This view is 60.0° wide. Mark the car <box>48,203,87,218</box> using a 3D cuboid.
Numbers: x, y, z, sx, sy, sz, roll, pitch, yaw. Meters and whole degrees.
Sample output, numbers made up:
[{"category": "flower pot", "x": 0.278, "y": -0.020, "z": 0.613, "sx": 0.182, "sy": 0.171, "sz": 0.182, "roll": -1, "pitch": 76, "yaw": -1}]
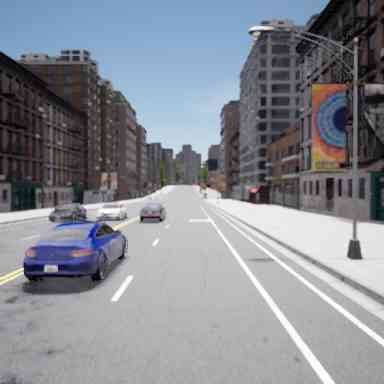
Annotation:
[{"category": "car", "x": -9.873, "y": 1.626, "z": 26.893, "sx": 1.812, "sy": 1.442, "sz": 4.674, "roll": 0, "pitch": 0, "yaw": 0}]

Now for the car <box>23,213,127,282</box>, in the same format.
[{"category": "car", "x": -3.167, "y": 1.561, "z": 9.766, "sx": 1.812, "sy": 1.442, "sz": 4.674, "roll": 0, "pitch": 0, "yaw": 0}]

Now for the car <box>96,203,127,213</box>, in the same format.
[{"category": "car", "x": -6.621, "y": 1.626, "z": 27.774, "sx": 1.812, "sy": 1.442, "sz": 4.674, "roll": 0, "pitch": 0, "yaw": 0}]

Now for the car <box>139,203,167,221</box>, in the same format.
[{"category": "car", "x": -3.206, "y": 1.645, "z": 27.913, "sx": 2.033, "sy": 1.411, "sz": 5.357, "roll": 0, "pitch": 0, "yaw": 0}]
